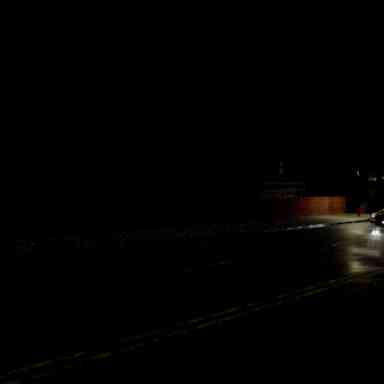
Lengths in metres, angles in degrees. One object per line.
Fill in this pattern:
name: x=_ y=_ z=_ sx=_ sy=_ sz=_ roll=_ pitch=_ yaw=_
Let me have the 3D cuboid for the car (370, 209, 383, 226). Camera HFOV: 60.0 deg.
car: x=13.608 y=1.414 z=21.380 sx=5.357 sy=1.411 sz=2.033 roll=0 pitch=0 yaw=-35
